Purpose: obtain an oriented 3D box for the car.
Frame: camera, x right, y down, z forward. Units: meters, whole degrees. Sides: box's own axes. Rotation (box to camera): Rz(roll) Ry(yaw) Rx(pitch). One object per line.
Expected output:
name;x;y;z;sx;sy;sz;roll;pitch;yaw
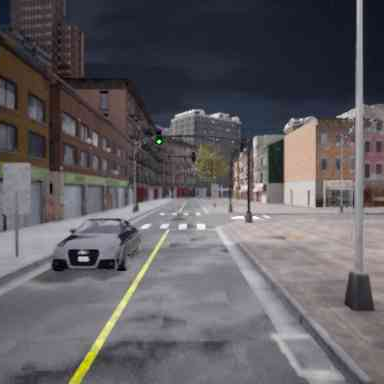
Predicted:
car;-2.819;1.540;10.612;1.994;1.385;4.181;0;0;0
